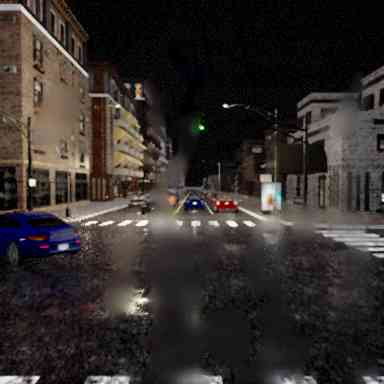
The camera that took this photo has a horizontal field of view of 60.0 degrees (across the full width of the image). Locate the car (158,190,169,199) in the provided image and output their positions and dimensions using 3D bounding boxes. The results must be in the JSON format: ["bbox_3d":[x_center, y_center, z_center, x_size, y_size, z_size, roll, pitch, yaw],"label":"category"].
[{"bbox_3d":[-5.375,0.459,62.923,1.752,1.417,4.829,-1,1,0],"label":"car"}]

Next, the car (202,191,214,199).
[{"bbox_3d":[3.007,0.474,63.064,2.008,1.369,4.403,-1,1,0],"label":"car"}]

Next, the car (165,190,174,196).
[{"bbox_3d":[-5.291,0.184,80.010,1.752,1.417,4.829,-1,1,0],"label":"car"}]

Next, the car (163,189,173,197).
[{"bbox_3d":[-5.319,0.187,74.482,1.967,1.590,4.097,-1,1,0],"label":"car"}]

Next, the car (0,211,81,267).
[{"bbox_3d":[-5.437,1.335,10.728,4.674,1.442,1.812,1,1,37],"label":"car"}]

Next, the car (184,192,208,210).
[{"bbox_3d":[0.273,0.990,32.938,1.994,1.385,4.181,0,1,0],"label":"car"}]

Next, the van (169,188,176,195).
[{"bbox_3d":[-5.235,-0.182,91.569,1.690,1.788,3.998,-1,1,0],"label":"van"}]

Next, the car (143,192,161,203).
[{"bbox_3d":[-5.459,0.763,46.006,2.008,1.369,4.403,-1,1,0],"label":"car"}]

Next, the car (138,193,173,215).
[{"bbox_3d":[-2.952,1.084,27.544,1.994,1.385,4.181,0,1,0],"label":"car"}]

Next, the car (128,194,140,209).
[{"bbox_3d":[-5.515,0.954,34.614,2.008,1.369,4.403,-1,1,0],"label":"car"}]

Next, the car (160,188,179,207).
[{"bbox_3d":[-2.884,0.707,37.338,2.097,1.767,4.553,0,1,1],"label":"car"}]

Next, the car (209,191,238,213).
[{"bbox_3d":[2.836,0.932,28.887,1.967,1.590,4.097,-1,1,0],"label":"car"}]

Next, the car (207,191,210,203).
[{"bbox_3d":[2.893,0.882,40.281,1.802,1.307,4.206,-1,1,0],"label":"car"}]
